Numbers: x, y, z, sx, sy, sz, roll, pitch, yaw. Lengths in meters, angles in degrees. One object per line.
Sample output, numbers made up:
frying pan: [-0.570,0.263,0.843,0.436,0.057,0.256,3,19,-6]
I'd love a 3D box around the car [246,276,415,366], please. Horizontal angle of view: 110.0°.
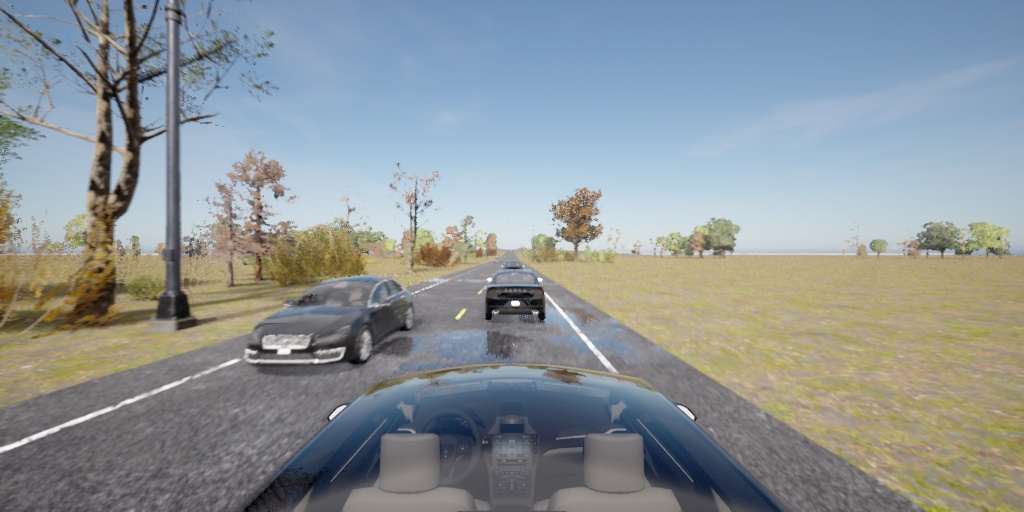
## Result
car: [-3.596,1.248,8.091,1.837,1.490,4.892,0,0,0]

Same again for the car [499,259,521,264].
car: [0.107,1.217,31.308,1.837,1.490,4.892,0,0,0]

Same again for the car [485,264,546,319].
car: [0.102,1.215,12.840,1.882,1.535,5.008,0,0,0]
